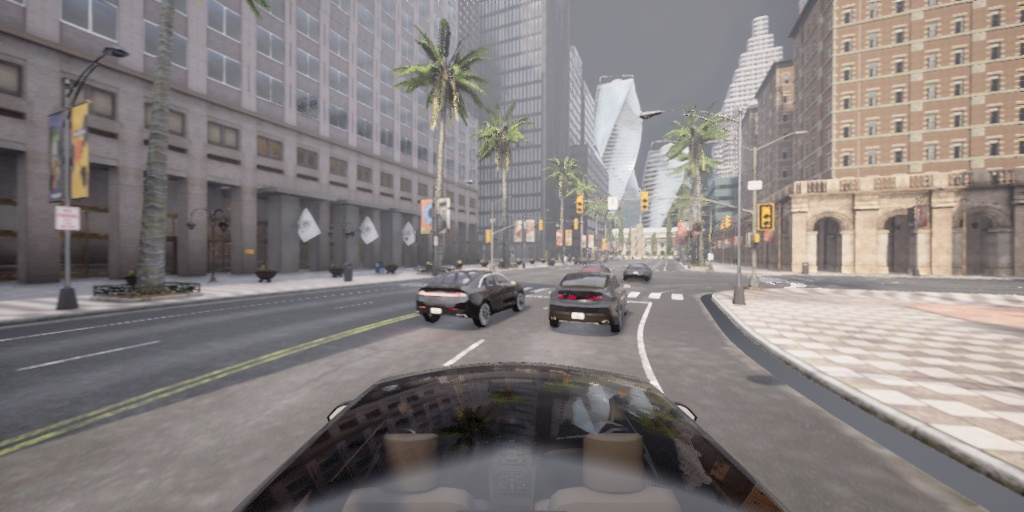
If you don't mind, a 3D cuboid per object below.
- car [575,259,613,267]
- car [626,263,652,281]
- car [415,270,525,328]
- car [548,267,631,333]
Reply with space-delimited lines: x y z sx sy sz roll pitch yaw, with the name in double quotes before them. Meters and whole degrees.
"car" 7.175 1.225 30.932 1.994 1.385 4.181 0 0 24
"car" 10.350 1.247 29.458 1.994 1.385 4.181 0 0 24
"car" -1.067 1.194 11.441 2.128 1.511 4.902 0 0 21
"car" 2.440 1.225 10.894 1.837 1.490 4.892 0 -1 21
